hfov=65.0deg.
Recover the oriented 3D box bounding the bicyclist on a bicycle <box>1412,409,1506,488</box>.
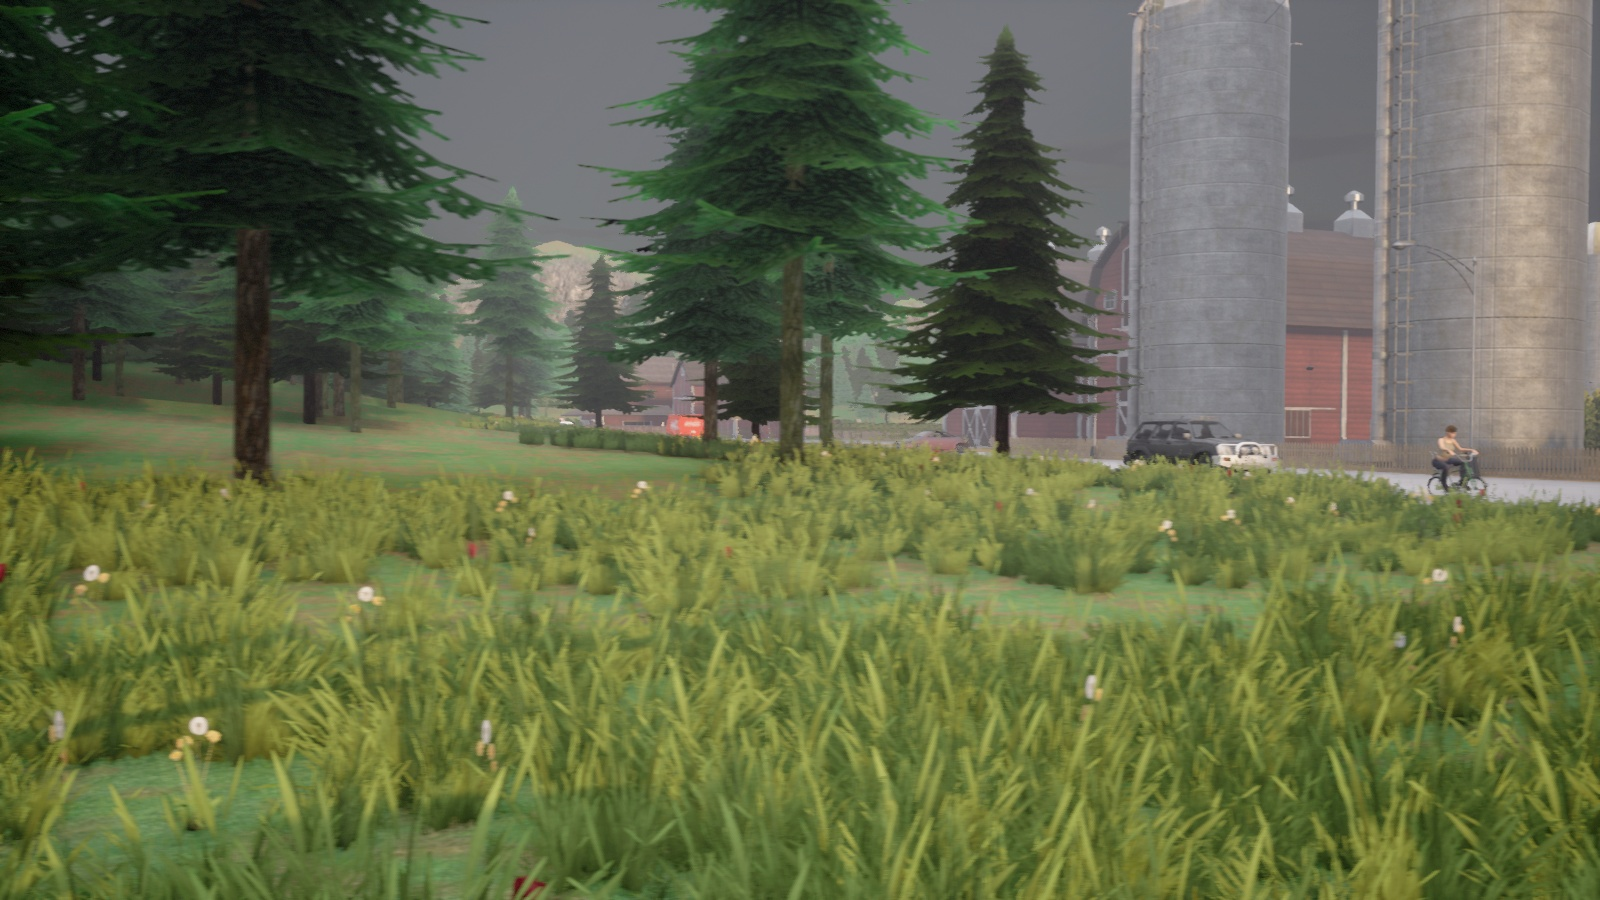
[{"bbox_3d":[13.945,-0.018,26.611,0.866,1.612,1.509,-1,-1,-20],"label":"bicyclist on a bicycle"}]

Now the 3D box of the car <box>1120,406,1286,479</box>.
[{"bbox_3d":[10.981,-0.234,34.627,1.932,1.855,4.605,-1,1,-20],"label":"car"}]
